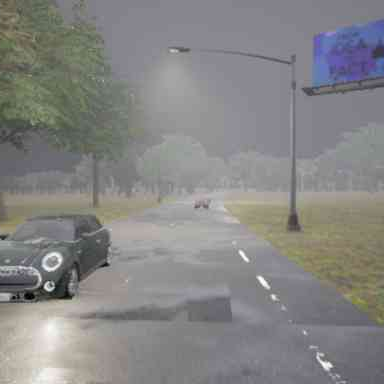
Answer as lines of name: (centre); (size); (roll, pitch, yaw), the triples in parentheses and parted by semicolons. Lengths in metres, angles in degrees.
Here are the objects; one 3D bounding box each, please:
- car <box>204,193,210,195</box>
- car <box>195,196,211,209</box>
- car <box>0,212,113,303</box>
car: (2.469, 1.399, 61.909); (1.994, 1.385, 4.181); (0, 0, 4)
car: (1.384, 1.572, 45.338); (1.895, 1.301, 4.718); (0, 0, 3)
car: (-3.528, 1.376, 8.471); (2.097, 1.767, 4.553); (0, 0, 1)
